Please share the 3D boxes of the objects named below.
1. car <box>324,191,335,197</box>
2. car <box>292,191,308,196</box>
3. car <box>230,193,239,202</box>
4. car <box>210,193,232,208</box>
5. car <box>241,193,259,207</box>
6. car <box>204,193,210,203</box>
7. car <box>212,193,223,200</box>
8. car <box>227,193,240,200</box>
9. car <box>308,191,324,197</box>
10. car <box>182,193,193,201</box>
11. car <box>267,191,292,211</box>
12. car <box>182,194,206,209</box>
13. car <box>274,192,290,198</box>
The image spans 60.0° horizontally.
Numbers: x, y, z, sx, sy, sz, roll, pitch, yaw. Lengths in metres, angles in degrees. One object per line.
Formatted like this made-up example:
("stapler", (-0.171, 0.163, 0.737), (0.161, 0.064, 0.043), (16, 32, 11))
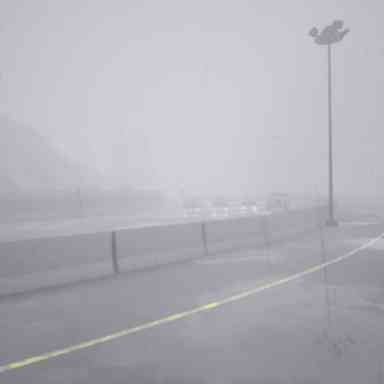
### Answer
("car", (30.519, 0.509, 75.516), (1.994, 1.385, 4.181), (-1, 0, -5))
("car", (23.551, 0.540, 74.851), (1.882, 1.535, 5.008), (-1, 0, -5))
("car", (7.214, 0.920, 61.328), (2.097, 1.767, 4.553), (-1, 0, -5))
("car", (3.767, 1.237, 42.653), (1.837, 1.490, 4.892), (0, 0, 9))
("car", (7.557, 1.189, 44.457), (1.812, 1.442, 4.674), (-1, 0, 6))
("car", (3.787, 1.150, 60.407), (1.812, 1.442, 4.674), (-1, 0, -5))
("car", (5.796, 0.986, 76.742), (1.837, 1.490, 4.892), (-1, 0, -5))
("car", (9.405, 0.973, 75.764), (2.128, 1.511, 4.902), (-1, 0, -5))
("car", (27.035, 0.549, 75.184), (2.033, 1.411, 5.357), (-1, 0, -5))
("car", (-1.165, 1.114, 76.013), (2.128, 1.511, 4.902), (-1, 0, -5))
("car", (9.256, 0.914, 35.460), (2.150, 2.045, 5.566), (0, 0, 17))
("car", (0.157, 1.293, 42.237), (1.837, 1.490, 4.892), (0, 0, 11))
("car", (20.068, 0.640, 74.519), (1.812, 1.442, 4.674), (-1, 0, -5))
